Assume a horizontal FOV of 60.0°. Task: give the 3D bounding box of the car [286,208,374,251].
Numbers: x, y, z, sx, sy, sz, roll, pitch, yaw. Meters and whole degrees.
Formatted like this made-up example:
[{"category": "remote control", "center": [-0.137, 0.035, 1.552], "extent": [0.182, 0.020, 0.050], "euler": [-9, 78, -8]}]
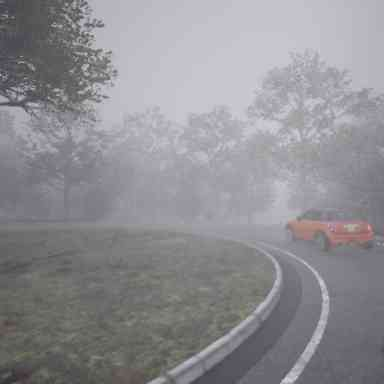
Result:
[{"category": "car", "center": [5.953, 1.507, 15.026], "extent": [2.097, 1.767, 4.553], "euler": [-1, -1, -7]}]
